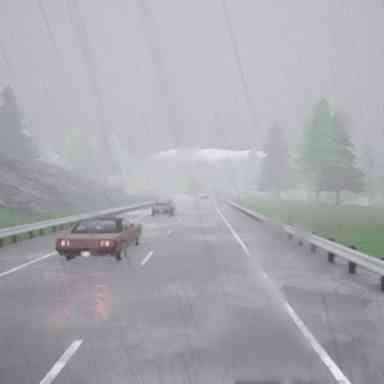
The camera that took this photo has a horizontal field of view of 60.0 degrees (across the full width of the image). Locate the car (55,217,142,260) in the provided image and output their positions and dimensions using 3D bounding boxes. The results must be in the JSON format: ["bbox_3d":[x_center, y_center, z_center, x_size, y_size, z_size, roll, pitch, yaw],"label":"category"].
[{"bbox_3d":[-3.092,1.556,12.157,1.895,1.301,4.718,0,0,2],"label":"car"}]

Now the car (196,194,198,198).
[{"bbox_3d":[2.893,1.224,92.736,1.812,1.442,4.674,0,0,-2],"label":"car"}]

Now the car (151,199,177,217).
[{"bbox_3d":[-2.452,1.389,29.935,2.128,1.511,4.902,0,0,2],"label":"car"}]

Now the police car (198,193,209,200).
[{"bbox_3d":[3.176,1.157,82.724,1.930,1.638,5.238,0,0,-1],"label":"police car"}]
